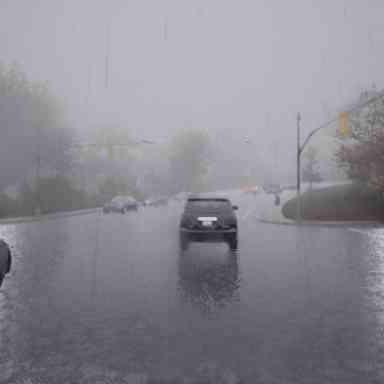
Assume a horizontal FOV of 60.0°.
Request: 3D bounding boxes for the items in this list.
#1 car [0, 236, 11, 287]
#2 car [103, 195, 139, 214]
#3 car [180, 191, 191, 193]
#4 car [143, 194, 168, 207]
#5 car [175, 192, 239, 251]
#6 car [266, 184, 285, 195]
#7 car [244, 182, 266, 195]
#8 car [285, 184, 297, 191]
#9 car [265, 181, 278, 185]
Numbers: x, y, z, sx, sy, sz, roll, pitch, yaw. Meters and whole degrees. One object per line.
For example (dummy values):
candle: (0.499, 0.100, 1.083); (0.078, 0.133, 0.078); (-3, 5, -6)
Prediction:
car: (-5.369, 1.527, 7.528); (1.994, 1.385, 4.181); (0, 0, -25)
car: (-6.944, 1.159, 32.931); (2.097, 1.767, 4.553); (0, 1, 13)
car: (-1.099, 0.605, 51.472); (2.128, 1.511, 4.902); (0, 3, 21)
car: (-4.539, 1.059, 41.814); (2.128, 1.511, 4.902); (0, 2, 17)
car: (0.789, 1.163, 14.123); (2.150, 2.045, 5.566); (0, 0, 5)
car: (14.914, -0.222, 60.506); (1.895, 1.301, 4.718); (0, 4, 30)
car: (11.315, -0.406, 61.239); (2.097, 1.767, 4.553); (0, 4, 30)
car: (20.294, -1.027, 69.102); (2.033, 1.411, 5.357); (0, 4, 35)
car: (16.660, -1.323, 69.980); (2.150, 2.045, 5.566); (0, 4, 35)
